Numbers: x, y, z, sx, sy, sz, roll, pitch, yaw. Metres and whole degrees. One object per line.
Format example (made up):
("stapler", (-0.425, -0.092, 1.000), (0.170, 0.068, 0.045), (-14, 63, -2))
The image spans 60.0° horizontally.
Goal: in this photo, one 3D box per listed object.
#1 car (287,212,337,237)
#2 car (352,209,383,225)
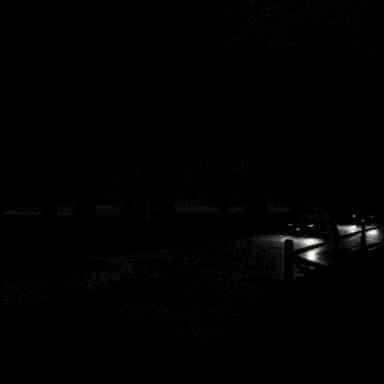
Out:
("car", (8.096, 2.041, 22.080), (1.812, 1.442, 4.674), (0, -1, 43))
("car", (16.603, 2.254, 31.000), (1.895, 1.301, 4.718), (0, -1, 43))
